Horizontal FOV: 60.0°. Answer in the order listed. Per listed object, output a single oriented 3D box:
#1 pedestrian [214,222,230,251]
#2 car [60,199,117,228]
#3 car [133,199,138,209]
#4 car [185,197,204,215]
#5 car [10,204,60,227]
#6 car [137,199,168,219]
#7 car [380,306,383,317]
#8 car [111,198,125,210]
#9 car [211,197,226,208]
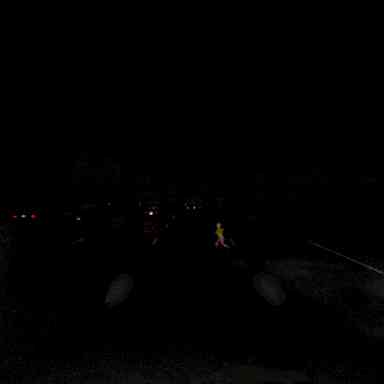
[{"bbox_3d":[1.098,1.674,12.485,0.500,1.100,0.500,0,0,0],"label":"pedestrian"},{"bbox_3d":[-6.804,1.478,22.458,1.882,1.535,5.008,0,0,0],"label":"car"},{"bbox_3d":[-6.709,1.563,44.824,1.994,1.385,4.181,0,0,0],"label":"car"},{"bbox_3d":[0.245,1.548,34.478,2.033,1.411,5.357,0,0,1],"label":"car"},{"bbox_3d":[-10.302,1.547,22.930,2.033,1.411,5.357,0,0,0],"label":"car"},{"bbox_3d":[-3.275,1.502,29.135,1.837,1.490,4.892,0,-1,0],"label":"car"},{"bbox_3d":[3.610,1.601,2.609,1.895,1.301,4.718,0,0,0],"label":"car"},{"bbox_3d":[-10.213,1.547,43.689,2.033,1.411,5.357,0,0,0],"label":"car"},{"bbox_3d":[3.801,1.478,48.057,1.882,1.535,5.008,0,0,0],"label":"car"}]
